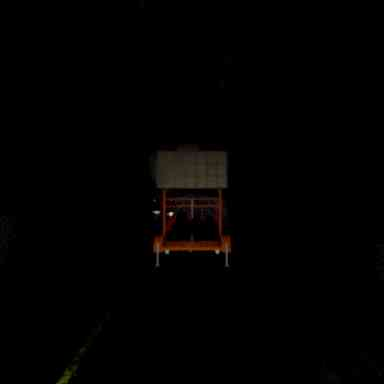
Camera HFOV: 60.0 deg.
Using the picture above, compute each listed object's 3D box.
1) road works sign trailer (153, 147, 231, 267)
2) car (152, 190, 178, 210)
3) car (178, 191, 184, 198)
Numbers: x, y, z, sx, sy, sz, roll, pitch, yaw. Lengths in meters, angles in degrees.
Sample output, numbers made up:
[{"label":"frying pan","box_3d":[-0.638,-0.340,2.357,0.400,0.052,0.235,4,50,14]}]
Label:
[{"label":"road works sign trailer","box_3d":[0.008,0.338,10.938,2.380,3.560,2.880,0,1,0]},{"label":"car","box_3d":[-3.067,0.818,37.069,2.150,2.045,5.566,0,1,0]},{"label":"car","box_3d":[-2.931,0.632,78.451,2.128,1.511,4.902,0,0,0]}]
